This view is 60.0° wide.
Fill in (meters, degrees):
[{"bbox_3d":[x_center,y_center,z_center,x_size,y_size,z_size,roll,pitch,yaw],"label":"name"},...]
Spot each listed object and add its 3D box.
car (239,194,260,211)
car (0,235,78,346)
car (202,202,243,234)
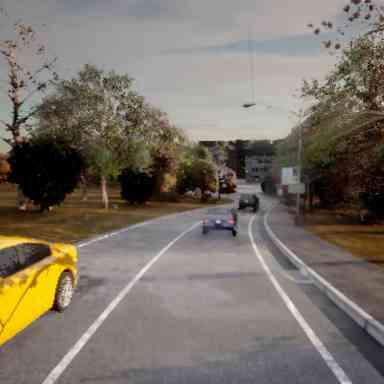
[{"bbox_3d":[7.288,1.237,42.336,2.150,2.045,5.566,2,0,16],"label":"car"},{"bbox_3d":[-3.371,1.450,4.852,1.882,1.535,5.008,0,0,3],"label":"car"},{"bbox_3d":[1.711,1.532,19.073,2.033,1.411,5.357,1,0,9],"label":"car"}]
